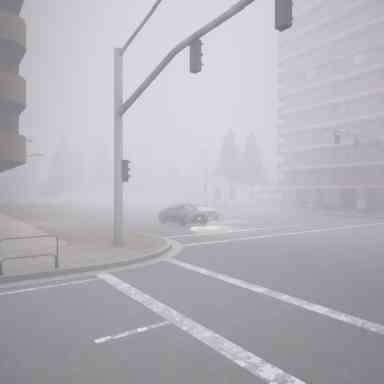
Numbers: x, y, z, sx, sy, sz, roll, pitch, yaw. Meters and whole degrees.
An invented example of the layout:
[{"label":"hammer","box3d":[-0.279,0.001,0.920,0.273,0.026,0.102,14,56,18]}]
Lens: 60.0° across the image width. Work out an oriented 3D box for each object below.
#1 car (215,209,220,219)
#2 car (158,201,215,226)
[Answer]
[{"label":"car","box3d":[0.380,1.525,28.036,1.812,1.442,4.674,0,0,-35]},{"label":"car","box3d":[-0.665,1.563,23.434,1.994,1.385,4.181,0,0,-35]}]
